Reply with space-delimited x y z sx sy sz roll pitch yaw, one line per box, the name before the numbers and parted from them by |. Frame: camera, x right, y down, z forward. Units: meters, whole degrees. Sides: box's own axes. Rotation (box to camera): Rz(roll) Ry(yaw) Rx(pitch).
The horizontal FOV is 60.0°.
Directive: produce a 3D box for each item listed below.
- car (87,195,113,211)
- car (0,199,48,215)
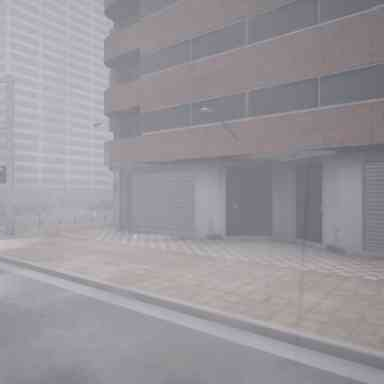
car | -10.499 1.505 40.939 1.837 1.490 4.892 0 0 37
car | -16.749 1.505 32.686 1.837 1.490 4.892 0 0 37
